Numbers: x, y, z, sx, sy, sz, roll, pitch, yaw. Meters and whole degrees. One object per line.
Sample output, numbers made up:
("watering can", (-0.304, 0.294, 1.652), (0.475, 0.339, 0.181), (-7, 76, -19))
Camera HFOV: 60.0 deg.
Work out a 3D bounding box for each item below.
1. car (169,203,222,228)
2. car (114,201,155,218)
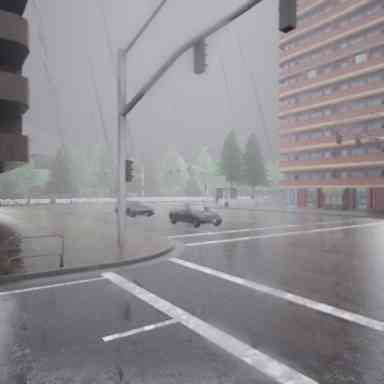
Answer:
("car", (0.086, 1.520, 22.574), (1.812, 1.442, 4.674), (0, 0, -33))
("car", (-5.409, 1.541, 30.501), (2.033, 1.411, 5.357), (0, 0, -35))
